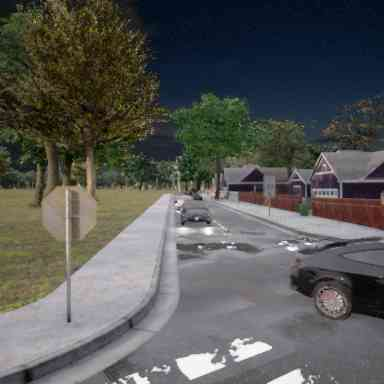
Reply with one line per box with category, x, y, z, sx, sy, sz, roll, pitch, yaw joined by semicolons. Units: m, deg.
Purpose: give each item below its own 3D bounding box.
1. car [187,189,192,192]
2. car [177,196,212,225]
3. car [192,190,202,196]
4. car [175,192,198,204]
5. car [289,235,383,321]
car;-1.464;0.758;49.777;2.097;1.767;4.553;-1;1;-3
car;0.137;1.273;21.901;1.837;1.490;4.892;-1;1;-3
car;0.761;0.815;61.399;1.895;1.301;4.718;-1;1;-3
car;-0.690;1.116;36.020;1.812;1.442;4.674;-1;1;-3
car;3.991;1.525;5.626;4.674;1.442;1.812;0;1;42
